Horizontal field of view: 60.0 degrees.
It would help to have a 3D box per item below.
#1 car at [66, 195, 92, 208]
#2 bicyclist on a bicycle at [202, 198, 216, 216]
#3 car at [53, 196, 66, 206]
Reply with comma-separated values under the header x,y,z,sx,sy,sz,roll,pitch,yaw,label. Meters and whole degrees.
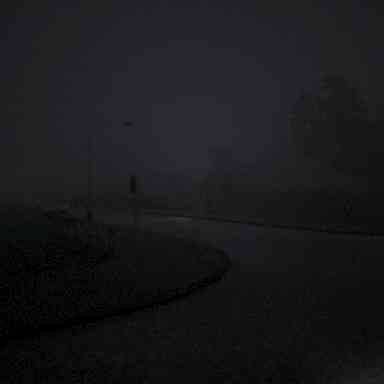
x,y,z,sx,sy,sz,roll,pitch,yaw,label
-15.952,1.345,47.568,2.097,1.767,4.553,0,0,-35,car
1.538,1.338,30.366,1.656,1.620,0.582,0,0,-35,bicyclist on a bicycle
-21.824,1.472,55.720,1.882,1.535,5.008,0,0,-35,car
